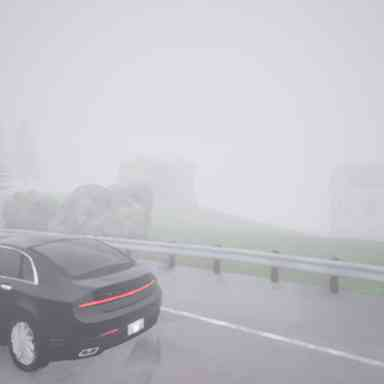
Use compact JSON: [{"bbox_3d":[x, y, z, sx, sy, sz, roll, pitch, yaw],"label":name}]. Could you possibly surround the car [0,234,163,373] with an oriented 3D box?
[{"bbox_3d":[-2.750,1.472,5.602,4.892,1.490,1.837,0,0,33],"label":"car"}]
